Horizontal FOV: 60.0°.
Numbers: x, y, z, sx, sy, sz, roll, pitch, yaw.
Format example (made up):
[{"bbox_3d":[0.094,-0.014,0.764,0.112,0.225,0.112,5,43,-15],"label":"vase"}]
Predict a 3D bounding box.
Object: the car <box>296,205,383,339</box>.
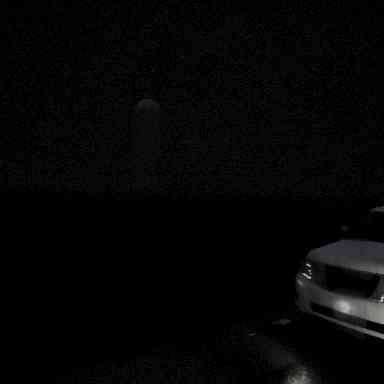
[{"bbox_3d":[4.343,1.232,6.169,5.566,2.045,2.150,0,0,-36],"label":"car"}]
